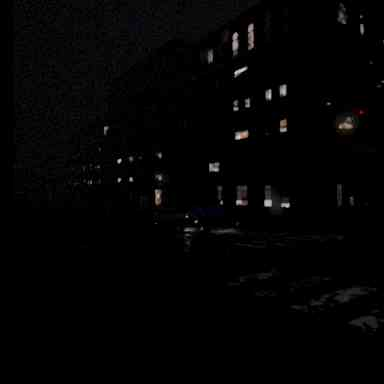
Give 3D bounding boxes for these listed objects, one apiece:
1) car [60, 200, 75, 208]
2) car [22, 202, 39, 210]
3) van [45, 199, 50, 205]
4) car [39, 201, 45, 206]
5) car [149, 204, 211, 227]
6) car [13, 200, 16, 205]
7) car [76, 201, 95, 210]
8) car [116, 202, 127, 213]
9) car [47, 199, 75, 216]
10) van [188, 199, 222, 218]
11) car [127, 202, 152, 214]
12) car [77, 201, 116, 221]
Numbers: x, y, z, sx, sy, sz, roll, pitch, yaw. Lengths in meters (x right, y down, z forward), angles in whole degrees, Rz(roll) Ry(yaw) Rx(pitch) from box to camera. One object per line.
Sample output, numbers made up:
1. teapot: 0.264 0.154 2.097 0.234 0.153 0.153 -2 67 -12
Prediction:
1. car: -25.483 2.397 68.044 1.967 1.590 4.097 -2 0 -36
2. car: -28.815 2.442 58.463 1.752 1.417 4.829 -2 0 -36
3. van: -32.096 2.487 77.191 1.690 1.788 3.998 -2 0 -36
4. car: -38.698 2.902 86.336 1.947 1.339 4.313 -2 0 -36
5. car: -1.013 1.772 24.550 1.895 1.301 4.718 0 -1 -36
6. car: -42.139 2.612 76.893 2.192 1.841 5.009 -2 0 -36
7. car: -18.972 2.296 59.037 1.752 1.417 4.829 -2 0 -36
8. car: -8.957 2.051 45.180 1.947 1.339 4.313 -2 0 -36
9. car: -15.699 1.982 40.309 1.967 1.590 4.097 -2 0 -36
10. van: 1.088 1.545 31.560 1.690 1.788 3.998 -2 0 -36
11. car: -5.753 1.920 40.745 1.752 1.417 4.829 -2 0 -36
12. car: -9.090 1.795 31.163 1.967 1.590 4.097 -2 0 -36
